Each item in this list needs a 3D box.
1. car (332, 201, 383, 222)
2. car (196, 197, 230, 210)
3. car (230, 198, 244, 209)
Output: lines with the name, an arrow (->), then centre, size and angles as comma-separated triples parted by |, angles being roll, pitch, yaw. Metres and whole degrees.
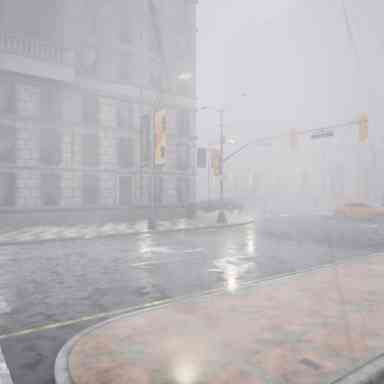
car -> 13.728, 1.477, 26.460 | 1.882, 1.535, 5.008 | 0, 0, -36
car -> 2.339, 1.563, 42.251 | 1.994, 1.385, 4.181 | 0, 0, -36
car -> 4.904, 1.502, 44.680 | 1.837, 1.490, 4.892 | 0, 1, -36
